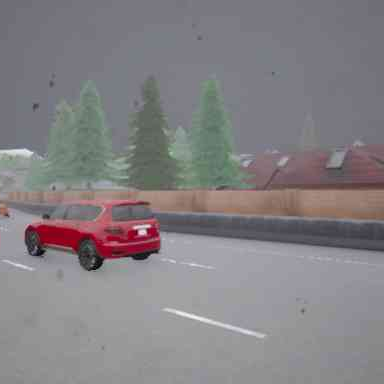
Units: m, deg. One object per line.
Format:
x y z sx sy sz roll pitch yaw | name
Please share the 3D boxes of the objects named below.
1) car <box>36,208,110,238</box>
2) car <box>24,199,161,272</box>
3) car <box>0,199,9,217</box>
-6.809 1.649 18.746 4.718 1.301 1.895 0 0 42 | car
-3.504 1.252 11.263 5.566 2.045 2.150 0 0 39 | car
-18.569 1.416 30.835 2.097 1.767 4.553 0 0 -41 | car
